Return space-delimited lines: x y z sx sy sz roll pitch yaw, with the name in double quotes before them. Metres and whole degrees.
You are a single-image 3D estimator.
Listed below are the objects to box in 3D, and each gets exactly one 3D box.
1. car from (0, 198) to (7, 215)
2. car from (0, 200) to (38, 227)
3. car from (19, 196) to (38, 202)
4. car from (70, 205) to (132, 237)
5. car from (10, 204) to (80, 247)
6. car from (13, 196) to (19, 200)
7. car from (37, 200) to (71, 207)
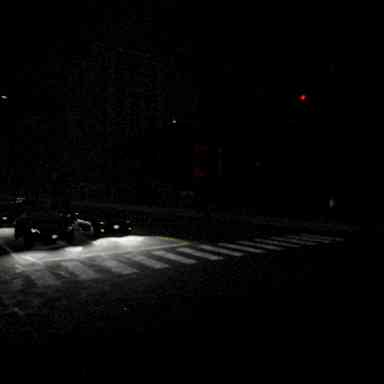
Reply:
"car" -20.485 1.443 34.060 2.128 1.511 4.902 0 0 -36
"car" -12.474 1.513 22.947 2.033 1.411 5.357 0 0 -36
"car" -25.308 1.509 52.167 1.895 1.301 4.718 0 0 -36
"car" -4.871 1.528 17.972 1.994 1.385 4.181 0 0 -36
"car" -6.847 1.502 15.192 1.812 1.442 4.674 0 0 -36
"car" -31.395 1.387 60.585 2.128 1.511 4.902 0 0 -36
"car" -9.959 1.459 25.022 1.837 1.490 4.892 0 0 -36
